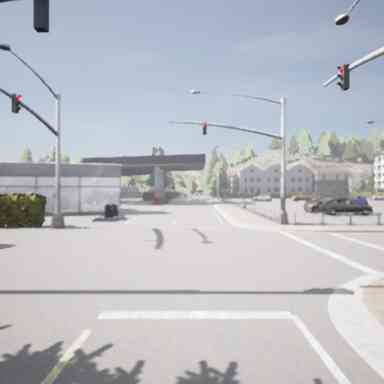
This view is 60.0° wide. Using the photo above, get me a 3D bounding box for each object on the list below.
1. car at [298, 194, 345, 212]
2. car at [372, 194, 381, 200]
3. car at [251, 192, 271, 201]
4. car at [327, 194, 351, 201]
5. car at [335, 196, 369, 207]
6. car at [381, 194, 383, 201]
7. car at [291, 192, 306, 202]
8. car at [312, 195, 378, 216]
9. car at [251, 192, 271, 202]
[{"bbox_3d":[13.555,1.288,32.806,5.027,1.636,2.152,0,0,1],"label":"car"},{"bbox_3d":[39.556,1.144,70.027,3.806,1.475,1.970,0,0,1],"label":"car"},{"bbox_3d":[14.630,0.984,70.376,3.866,1.878,1.905,0,0,1],"label":"car"},{"bbox_3d":[32.557,1.204,73.786,4.514,1.523,2.007,0,0,1],"label":"car"},{"bbox_3d":[21.391,1.263,44.545,3.633,1.501,1.845,0,0,1],"label":"car"},{"bbox_3d":[39.791,1.074,63.605,5.027,1.636,2.152,0,0,1],"label":"car"},{"bbox_3d":[22.452,1.011,66.982,4.605,1.855,1.932,0,0,1],"label":"car"},{"bbox_3d":[13.564,1.302,29.669,4.514,1.523,2.007,0,0,1],"label":"car"},{"bbox_3d":[13.973,1.273,67.061,3.806,1.475,1.970,0,0,1],"label":"car"}]
